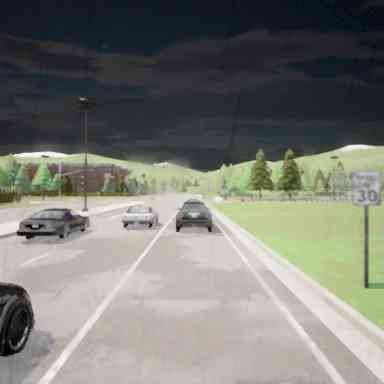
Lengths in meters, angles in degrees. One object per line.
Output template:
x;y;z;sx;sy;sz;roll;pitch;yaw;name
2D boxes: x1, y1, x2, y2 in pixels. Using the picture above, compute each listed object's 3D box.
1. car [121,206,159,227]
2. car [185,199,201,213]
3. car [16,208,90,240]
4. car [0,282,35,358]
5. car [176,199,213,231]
-3.384;1.603;22.568;1.895;1.301;4.718;0;0;0;car
0.117;1.530;38.637;1.812;1.442;4.674;0;0;0;car
-6.886;1.549;17.121;2.033;1.411;5.357;0;0;0;car
-3.382;1.564;3.391;1.994;1.385;4.181;0;0;0;car
0.117;1.354;20.590;2.097;1.767;4.553;0;0;0;car
